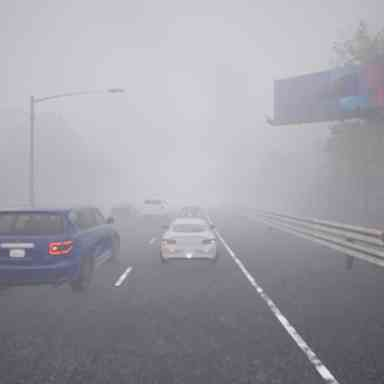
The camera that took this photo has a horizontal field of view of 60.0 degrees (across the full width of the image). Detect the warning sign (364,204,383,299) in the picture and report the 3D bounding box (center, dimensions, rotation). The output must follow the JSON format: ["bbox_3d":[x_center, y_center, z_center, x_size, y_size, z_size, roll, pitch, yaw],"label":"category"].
[{"bbox_3d":[4.433,1.188,6.787,1.300,1.860,1.060,0,0,-1],"label":"warning sign"}]

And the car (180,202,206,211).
[{"bbox_3d":[-0.093,1.883,28.676,2.033,1.411,5.357,0,-1,1],"label":"car"}]

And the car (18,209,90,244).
[{"bbox_3d":[-7.122,1.722,17.858,1.837,1.490,4.892,0,-1,0],"label":"car"}]

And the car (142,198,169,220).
[{"bbox_3d":[-3.533,1.611,32.715,2.150,2.045,5.566,0,-1,1],"label":"car"}]

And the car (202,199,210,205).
[{"bbox_3d":[3.732,2.567,87.613,1.882,1.535,5.008,0,-1,5],"label":"car"}]

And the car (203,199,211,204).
[{"bbox_3d":[4.267,2.675,93.513,1.837,1.490,4.892,0,-1,5],"label":"car"}]

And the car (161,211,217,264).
[{"bbox_3d":[-0.102,1.667,12.232,1.812,1.442,4.674,0,0,0],"label":"car"}]

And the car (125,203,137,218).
[{"bbox_3d":[-6.991,1.896,34.682,1.882,1.535,5.008,0,-1,1],"label":"car"}]

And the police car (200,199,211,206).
[{"bbox_3d":[2.947,2.384,77.881,1.930,1.638,5.238,0,-1,4],"label":"police car"}]

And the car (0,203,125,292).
[{"bbox_3d":[-3.580,1.340,9.402,2.150,2.045,5.566,0,0,-1],"label":"car"}]
